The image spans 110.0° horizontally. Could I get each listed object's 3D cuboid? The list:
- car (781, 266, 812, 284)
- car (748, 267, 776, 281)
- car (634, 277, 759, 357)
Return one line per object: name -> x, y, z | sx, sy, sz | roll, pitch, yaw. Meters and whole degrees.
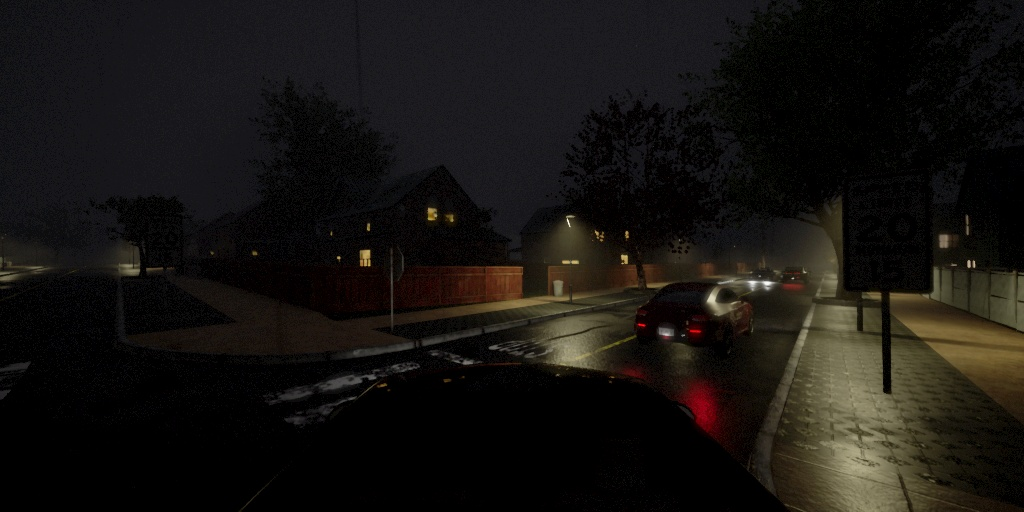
car -> 26.163, 1.730, 33.093 | 1.837, 1.490, 4.892 | -1, -1, 42
car -> 25.875, 1.854, 37.008 | 1.994, 1.385, 4.181 | -1, -1, 42
car -> 4.587, 1.366, 8.837 | 1.812, 1.442, 4.674 | -1, -1, 42
